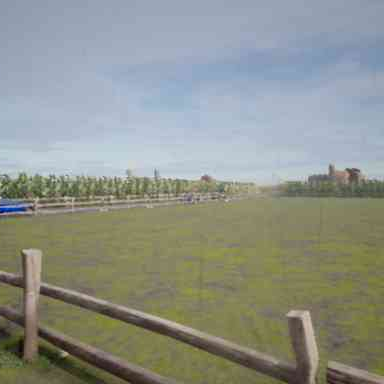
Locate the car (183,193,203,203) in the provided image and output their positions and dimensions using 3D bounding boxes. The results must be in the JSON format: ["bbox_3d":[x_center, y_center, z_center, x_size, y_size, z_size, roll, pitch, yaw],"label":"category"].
[{"bbox_3d":[0.039,0.954,54.116,1.837,1.490,4.892,1,1,30],"label":"car"}]

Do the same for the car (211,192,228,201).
[{"bbox_3d":[5.257,0.827,63.541,1.837,1.490,4.892,1,1,28],"label":"car"}]

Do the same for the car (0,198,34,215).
[{"bbox_3d":[-16.000,1.256,28.312,1.882,1.535,5.008,1,1,34],"label":"car"}]
